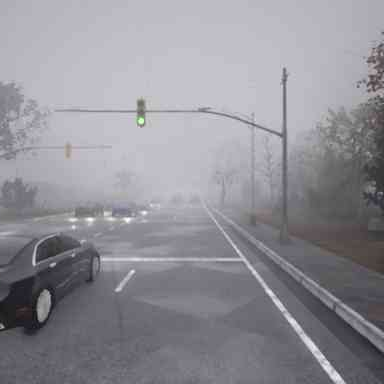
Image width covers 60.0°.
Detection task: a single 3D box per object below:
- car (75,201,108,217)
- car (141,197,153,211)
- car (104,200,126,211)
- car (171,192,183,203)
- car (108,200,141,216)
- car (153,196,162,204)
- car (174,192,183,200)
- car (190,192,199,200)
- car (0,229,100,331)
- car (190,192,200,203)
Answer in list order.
[{"bbox_3d":[-10.393,1.649,34.090,1.882,1.535,5.008,0,0,0],"label":"car"},{"bbox_3d":[-6.813,1.749,44.578,1.812,1.442,4.674,0,0,0],"label":"car"},{"bbox_3d":[-10.312,1.826,44.925,1.895,1.301,4.718,0,0,0],"label":"car"},{"bbox_3d":[-2.972,1.160,64.200,2.097,1.767,4.553,0,3,0],"label":"car"},{"bbox_3d":[-6.889,1.650,34.439,1.882,1.535,5.008,0,0,1],"label":"car"},{"bbox_3d":[-6.637,1.439,62.429,2.033,1.411,5.357,0,3,1],"label":"car"},{"bbox_3d":[-2.991,0.817,74.253,1.882,1.535,5.008,0,3,0],"label":"car"},{"bbox_3d":[0.502,0.826,74.038,1.882,1.535,5.008,0,3,0],"label":"car"},{"bbox_3d":[-3.370,1.541,6.954,1.837,1.490,4.892,0,0,0],"label":"car"},{"bbox_3d":[0.526,1.323,63.669,2.128,1.511,4.902,0,3,0],"label":"car"}]
